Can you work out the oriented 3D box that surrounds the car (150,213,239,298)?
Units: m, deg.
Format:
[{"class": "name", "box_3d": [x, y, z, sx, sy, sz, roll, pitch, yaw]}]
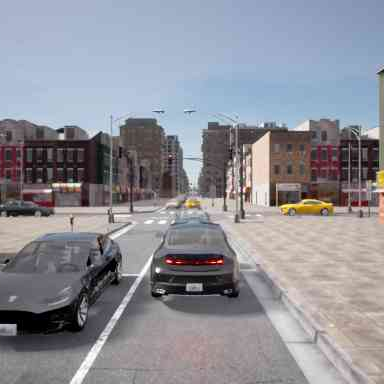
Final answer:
[{"class": "car", "box_3d": [0.083, 1.507, 8.536, 1.837, 1.490, 4.892, 0, 0, 1]}]

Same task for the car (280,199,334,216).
[{"class": "car", "box_3d": [11.131, 1.487, 32.423, 5.008, 1.535, 1.882, 0, 0, 0]}]

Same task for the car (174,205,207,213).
[{"class": "car", "box_3d": [0.054, 1.608, 17.747, 1.895, 1.301, 4.718, 0, 0, 1]}]

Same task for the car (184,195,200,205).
[{"class": "car", "box_3d": [0.188, 1.531, 47.740, 1.882, 1.535, 5.008, 0, 0, 0]}]

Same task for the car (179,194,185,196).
[{"class": "car", "box_3d": [-2.537, 1.547, 67.049, 1.967, 1.590, 4.097, 0, 0, 0]}]

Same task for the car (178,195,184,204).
[{"class": "car", "box_3d": [-2.561, 1.604, 50.233, 1.887, 1.381, 4.507, 0, 0, 0]}]

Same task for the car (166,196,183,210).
[{"class": "car", "box_3d": [-2.569, 1.571, 44.458, 1.752, 1.417, 4.829, 0, 0, 0]}]

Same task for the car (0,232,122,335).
[{"class": "car", "box_3d": [-2.623, 1.567, 6.858, 1.947, 1.339, 4.313, 0, 0, 0]}]

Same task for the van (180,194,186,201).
[{"class": "van", "box_3d": [-2.496, 1.551, 95.077, 1.690, 1.788, 3.998, 0, 0, 0]}]

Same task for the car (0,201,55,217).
[{"class": "car", "box_3d": [-14.721, 1.539, 29.549, 4.892, 1.490, 1.837, 0, 0, 0]}]

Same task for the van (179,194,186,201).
[{"class": "van", "box_3d": [-2.504, 1.529, 89.471, 1.690, 1.788, 3.998, 0, 0, 0]}]

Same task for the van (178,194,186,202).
[{"class": "van", "box_3d": [-2.512, 1.507, 83.866, 1.690, 1.788, 3.998, 0, 0, 0]}]
